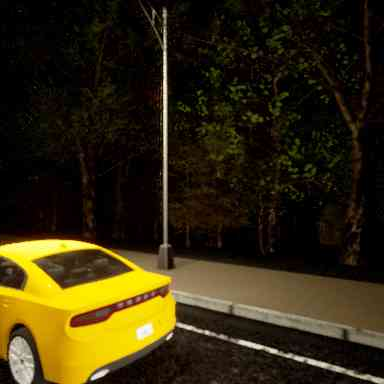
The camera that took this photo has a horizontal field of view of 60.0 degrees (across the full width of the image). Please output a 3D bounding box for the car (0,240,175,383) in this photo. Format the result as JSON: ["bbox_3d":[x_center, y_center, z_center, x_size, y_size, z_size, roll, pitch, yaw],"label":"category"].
[{"bbox_3d":[-2.579,1.535,5.401,5.008,1.535,1.882,-1,0,35],"label":"car"}]
